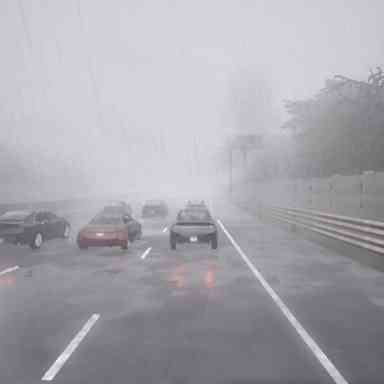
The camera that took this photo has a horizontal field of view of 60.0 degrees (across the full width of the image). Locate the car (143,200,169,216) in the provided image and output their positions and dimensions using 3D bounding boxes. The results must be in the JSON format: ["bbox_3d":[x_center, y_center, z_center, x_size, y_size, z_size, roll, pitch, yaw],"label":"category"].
[{"bbox_3d":[-3.126,1.441,29.291,1.882,1.535,5.008,0,0,1],"label":"car"}]

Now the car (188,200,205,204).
[{"bbox_3d":[0.373,1.453,29.202,2.128,1.511,4.902,0,0,1],"label":"car"}]

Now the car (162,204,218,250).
[{"bbox_3d":[0.092,1.489,14.362,2.128,1.511,4.902,0,0,1],"label":"car"}]

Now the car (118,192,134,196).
[{"bbox_3d":[-14.942,0.606,77.577,2.033,1.411,5.357,0,1,4],"label":"car"}]

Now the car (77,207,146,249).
[{"bbox_3d":[-3.408,1.565,14.407,1.994,1.385,4.181,0,0,1],"label":"car"}]

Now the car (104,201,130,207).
[{"bbox_3d":[-6.625,1.488,29.379,1.812,1.442,4.674,0,0,1],"label":"car"}]

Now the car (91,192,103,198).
[{"bbox_3d":[-21.926,0.598,78.055,2.033,1.411,5.357,0,1,4],"label":"car"}]

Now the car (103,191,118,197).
[{"bbox_3d":[-18.435,0.562,77.815,1.837,1.490,4.892,0,1,4],"label":"car"}]

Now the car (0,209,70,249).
[{"bbox_3d":[-6.907,1.508,14.450,1.837,1.490,4.892,0,0,1],"label":"car"}]
